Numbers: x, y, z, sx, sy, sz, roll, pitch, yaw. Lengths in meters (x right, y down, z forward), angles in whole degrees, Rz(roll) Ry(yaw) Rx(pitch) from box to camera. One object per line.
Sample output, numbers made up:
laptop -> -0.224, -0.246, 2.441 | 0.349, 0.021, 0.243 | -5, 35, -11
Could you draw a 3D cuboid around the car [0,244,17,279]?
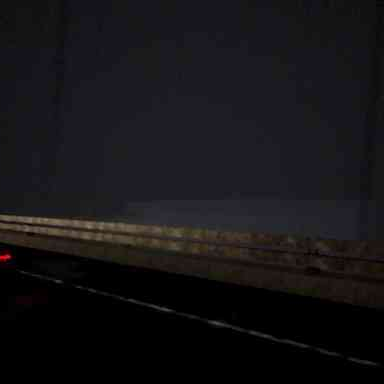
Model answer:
car -> -6.705, 1.598, 8.771 | 5.357, 1.411, 2.033 | 0, 0, 36
